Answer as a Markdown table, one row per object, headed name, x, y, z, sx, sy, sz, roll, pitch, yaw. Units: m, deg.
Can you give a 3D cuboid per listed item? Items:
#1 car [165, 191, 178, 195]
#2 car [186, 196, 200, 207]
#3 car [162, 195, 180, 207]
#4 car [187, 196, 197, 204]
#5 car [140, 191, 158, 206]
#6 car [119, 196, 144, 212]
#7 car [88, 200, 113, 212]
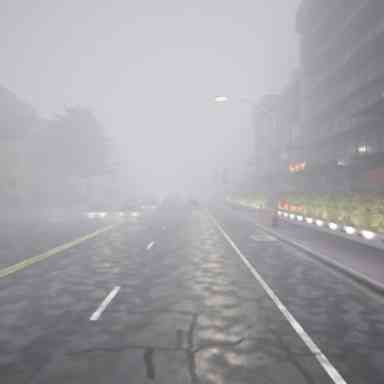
| name | x | y | z | sx | sy | sz | roll | pitch | yaw |
| --- | --- | --- | --- | --- | --- | --- | --- | --- | --- |
| car | -3.489 | 1.235 | 63.499 | 2.150 | 2.045 | 5.566 | 0 | 0 | 0 |
| car | 0.093 | 1.536 | 50.663 | 1.812 | 1.442 | 4.674 | 0 | 0 | 0 |
| car | -3.403 | 1.558 | 50.080 | 2.033 | 1.411 | 5.357 | 0 | 0 | 0 |
| car | 0.011 | 1.491 | 63.625 | 1.882 | 1.535 | 5.008 | 0 | 0 | 0 |
| car | -7.034 | 1.233 | 56.284 | 2.150 | 2.045 | 5.566 | 0 | 0 | 1 |
| car | -7.083 | 1.515 | 38.490 | 1.837 | 1.490 | 4.892 | 0 | -1 | 0 |
| car | -10.582 | 1.572 | 38.596 | 1.994 | 1.385 | 4.181 | 0 | 0 | 0 |
